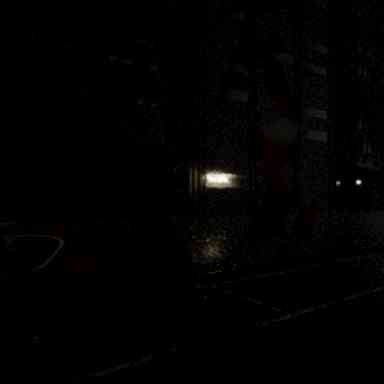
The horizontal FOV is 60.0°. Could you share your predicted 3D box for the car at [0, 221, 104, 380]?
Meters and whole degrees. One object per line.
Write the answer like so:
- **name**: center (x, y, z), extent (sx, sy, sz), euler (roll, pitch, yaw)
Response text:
- **car**: center (-3.616, 1.340, 4.062), extent (5.009, 1.841, 2.192), euler (1, -1, -34)
